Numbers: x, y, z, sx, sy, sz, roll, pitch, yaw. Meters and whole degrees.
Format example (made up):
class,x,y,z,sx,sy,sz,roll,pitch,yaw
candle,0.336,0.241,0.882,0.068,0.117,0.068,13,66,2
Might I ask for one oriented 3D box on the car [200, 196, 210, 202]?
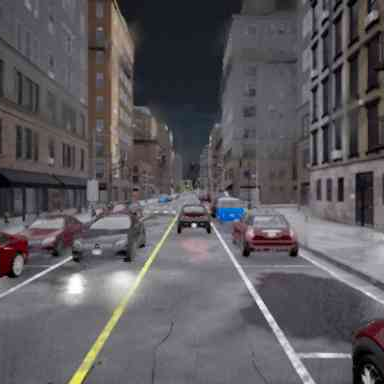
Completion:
class,x,y,z,sx,sy,sz,roll,pitch,yaw
car,2.733,1.480,72.250,2.008,1.369,4.403,0,0,0

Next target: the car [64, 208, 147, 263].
class,x,y,z,sx,sy,sz,roll,pitch,yaw
car,-2.783,1.516,12.126,1.812,1.442,4.674,0,0,1

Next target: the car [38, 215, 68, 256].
class,x,y,z,sx,sy,sz,roll,pitch,yaw
car,-5.383,1.573,12.943,1.802,1.307,4.206,0,0,0

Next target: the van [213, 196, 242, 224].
class,x,y,z,sx,sy,sz,roll,pitch,yaw
van,2.648,1.321,23.961,1.690,1.788,3.998,0,0,0

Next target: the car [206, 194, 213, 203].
class,x,y,z,sx,sy,sz,roll,pitch,yaw
car,2.650,1.290,29.472,2.192,1.841,5.009,0,0,0

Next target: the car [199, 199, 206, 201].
class,x,y,z,sx,sy,sz,roll,pitch,yaw
car,0.081,1.575,30.690,1.895,1.301,4.718,0,0,-1

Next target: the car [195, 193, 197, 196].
class,x,y,z,sx,sy,sz,roll,pitch,yaw
car,2.725,1.226,88.469,2.192,1.841,5.009,0,0,0

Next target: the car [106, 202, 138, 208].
class,x,y,z,sx,sy,sz,roll,pitch,yaw
car,-5.377,1.526,23.965,1.887,1.381,4.507,0,0,0

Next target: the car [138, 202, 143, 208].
class,x,y,z,sx,sy,sz,roll,pitch,yaw
car,-5.375,1.542,29.476,1.947,1.339,4.313,0,0,0

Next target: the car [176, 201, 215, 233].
class,x,y,z,sx,sy,sz,roll,pitch,yaw
car,0.108,1.488,19.536,1.837,1.490,4.892,0,0,0

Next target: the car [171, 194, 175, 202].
class,x,y,z,sx,sy,sz,roll,pitch,yaw
car,-5.372,1.496,72.252,1.947,1.339,4.313,0,0,0

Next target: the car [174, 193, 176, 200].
class,x,y,z,sx,sy,sz,roll,pitch,yaw
car,-5.368,1.469,77.658,1.887,1.381,4.507,0,0,0

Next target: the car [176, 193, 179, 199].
class,x,y,z,sx,sy,sz,roll,pitch,yaw
car,-5.356,1.431,93.708,1.752,1.417,4.829,0,0,0

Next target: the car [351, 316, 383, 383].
class,x,y,z,sx,sy,sz,roll,pitch,yaw
car,2.637,1.438,1.917,1.967,1.590,4.097,0,0,0

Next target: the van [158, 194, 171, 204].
class,x,y,z,sx,sy,sz,roll,pitch,yaw
van,-5.380,1.283,61.440,1.690,1.788,3.998,0,0,0

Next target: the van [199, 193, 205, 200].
class,x,y,z,sx,sy,sz,roll,pitch,yaw
van,2.723,1.246,93.875,1.690,1.788,3.998,0,0,0

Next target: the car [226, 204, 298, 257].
class,x,y,z,sx,sy,sz,roll,pitch,yaw
car,2.642,1.430,12.939,1.967,1.590,4.097,0,0,0

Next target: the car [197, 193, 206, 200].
class,x,y,z,sx,sy,sz,roll,pitch,yaw
car,2.735,1.251,66.843,2.192,1.841,5.009,0,0,0

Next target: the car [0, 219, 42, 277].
class,x,y,z,sx,sy,sz,roll,pitch,yaw
car,-5.385,1.540,7.432,1.887,1.381,4.507,0,0,0
